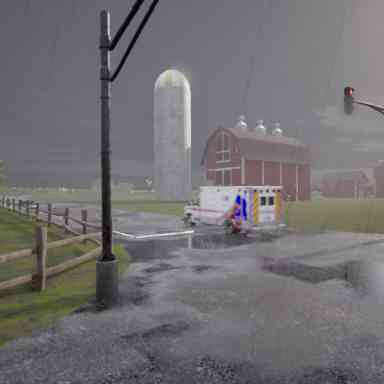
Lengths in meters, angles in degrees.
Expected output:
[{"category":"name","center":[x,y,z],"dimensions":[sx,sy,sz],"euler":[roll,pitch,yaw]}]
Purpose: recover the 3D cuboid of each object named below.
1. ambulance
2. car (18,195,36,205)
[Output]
[{"category":"ambulance","center":[1.977,0.924,18.511],"dimensions":[2.351,2.431,6.366],"euler":[-1,1,-36]},{"category":"car","center":[-24.683,1.197,49.697],"dimensions":[1.837,1.490,4.892],"euler":[-1,1,-36]}]
